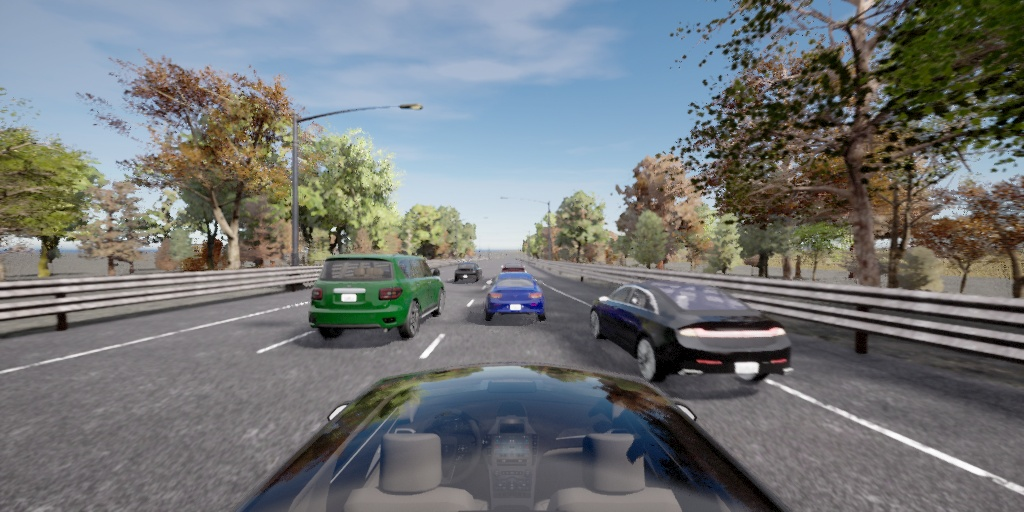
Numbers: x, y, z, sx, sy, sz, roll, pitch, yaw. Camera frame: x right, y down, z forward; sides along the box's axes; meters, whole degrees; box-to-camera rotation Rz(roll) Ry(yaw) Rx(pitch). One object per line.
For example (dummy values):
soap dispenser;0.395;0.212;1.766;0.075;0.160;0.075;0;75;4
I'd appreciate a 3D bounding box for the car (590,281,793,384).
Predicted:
car;2.932;1.239;7.079;2.128;1.511;4.902;0;0;-3

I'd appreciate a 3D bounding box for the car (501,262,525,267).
car;0.109;1.218;30.203;1.882;1.535;5.008;0;0;0

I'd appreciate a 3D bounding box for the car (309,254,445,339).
car;-3.400;0.966;10.160;2.150;2.045;5.566;0;0;0

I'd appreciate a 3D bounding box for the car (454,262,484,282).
car;-3.403;1.246;28.578;1.837;1.490;4.892;0;0;0

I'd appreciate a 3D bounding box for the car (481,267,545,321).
car;0.099;1.270;12.337;1.812;1.442;4.674;0;0;0
